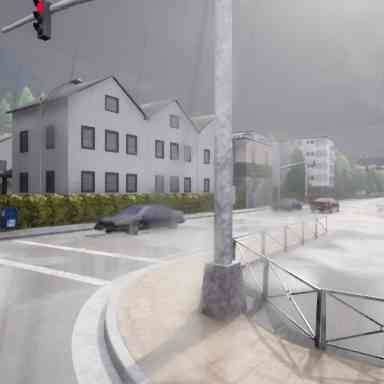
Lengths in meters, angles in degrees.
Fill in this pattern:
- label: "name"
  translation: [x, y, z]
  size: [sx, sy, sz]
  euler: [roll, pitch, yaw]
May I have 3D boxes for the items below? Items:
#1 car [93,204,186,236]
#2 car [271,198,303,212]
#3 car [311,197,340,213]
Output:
- label: "car"
  translation: [-2.489, 1.359, 17.428]
  size: [2.033, 1.411, 5.357]
  euler: [0, 0, 35]
- label: "car"
  translation: [10.225, 1.360, 35.305]
  size: [2.033, 1.411, 5.357]
  euler: [0, 0, 36]
- label: "car"
  translation: [13.515, 1.289, 33.611]
  size: [1.882, 1.535, 5.008]
  euler: [0, 0, 35]
